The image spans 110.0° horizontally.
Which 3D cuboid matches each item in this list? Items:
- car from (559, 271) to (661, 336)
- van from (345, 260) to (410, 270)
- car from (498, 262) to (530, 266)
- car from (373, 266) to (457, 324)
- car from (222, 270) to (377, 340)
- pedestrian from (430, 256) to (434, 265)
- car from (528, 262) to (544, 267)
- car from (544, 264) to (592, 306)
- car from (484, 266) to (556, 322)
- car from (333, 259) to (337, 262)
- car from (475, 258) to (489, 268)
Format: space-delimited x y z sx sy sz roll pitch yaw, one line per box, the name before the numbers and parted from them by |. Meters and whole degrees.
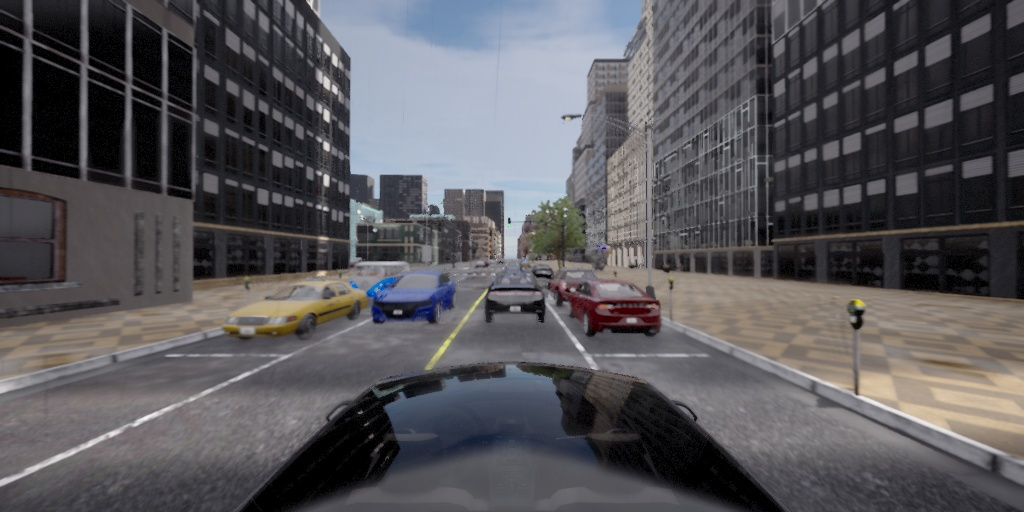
car | 2.689 1.319 10.295 1.888 1.381 4.507 0 0 0
van | -5.690 1.131 15.834 1.690 1.789 3.998 0 0 0
car | 0.097 1.387 27.986 1.994 1.385 4.181 0 0 0
car | -3.102 1.257 12.248 1.882 1.535 5.008 0 0 0
car | -5.691 1.300 10.124 1.751 1.417 4.829 0 0 0
pedestrian | -12.749 0.942 56.936 0.375 1.860 0.375 0 -1 -1
car | 2.690 1.401 32.452 1.948 1.339 4.313 0 0 0
car | 2.690 1.229 15.834 1.967 1.591 4.097 0 0 0
car | 0.097 1.271 12.424 2.128 1.511 4.902 0 0 0
car | -28.369 1.026 53.765 4.097 1.591 1.967 0 0 -1
car | -5.689 1.509 64.927 1.802 1.307 4.207 0 0 0
